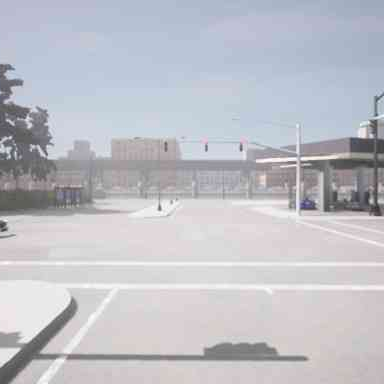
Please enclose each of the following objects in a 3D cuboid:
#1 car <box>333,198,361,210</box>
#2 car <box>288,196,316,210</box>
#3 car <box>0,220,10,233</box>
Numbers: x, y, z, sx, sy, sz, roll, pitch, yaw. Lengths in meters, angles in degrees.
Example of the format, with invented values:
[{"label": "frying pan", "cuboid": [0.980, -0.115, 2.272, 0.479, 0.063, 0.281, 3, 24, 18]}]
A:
[{"label": "car", "cuboid": [18.935, 1.468, 40.787, 1.970, 1.475, 3.806, 0, 0, 0]}, {"label": "car", "cuboid": [13.190, 1.308, 40.022, 2.242, 1.667, 4.611, 0, 0, 0]}, {"label": "car", "cuboid": [-12.067, 1.555, 16.431, 5.357, 1.411, 2.033, 0, 0, 1]}]
